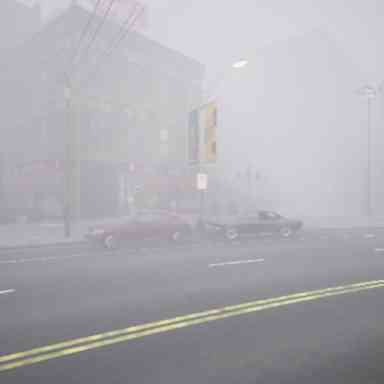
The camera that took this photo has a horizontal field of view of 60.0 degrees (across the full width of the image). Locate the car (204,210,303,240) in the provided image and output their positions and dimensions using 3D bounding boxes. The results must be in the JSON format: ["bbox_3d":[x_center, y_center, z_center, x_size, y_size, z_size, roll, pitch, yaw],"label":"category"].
[{"bbox_3d":[3.018,1.586,16.666,4.718,1.301,1.895,0,0,-19],"label":"car"}]

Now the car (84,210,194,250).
[{"bbox_3d":[-2.126,1.492,14.143,4.674,1.452,2.002,0,0,-29],"label":"car"}]
